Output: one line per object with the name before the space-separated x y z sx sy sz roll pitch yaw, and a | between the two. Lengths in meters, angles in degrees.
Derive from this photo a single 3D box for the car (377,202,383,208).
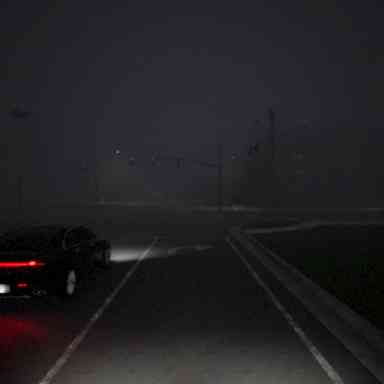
car | 30.587 1.759 50.399 4.674 1.442 1.812 0 0 0

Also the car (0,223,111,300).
car | -3.446 1.544 8.500 1.837 1.490 4.892 0 -1 1
